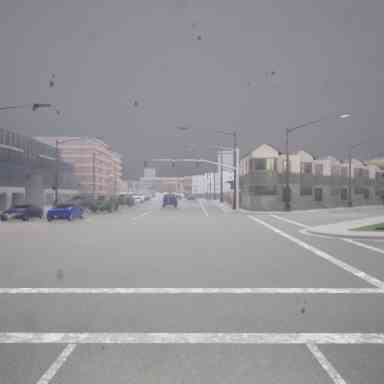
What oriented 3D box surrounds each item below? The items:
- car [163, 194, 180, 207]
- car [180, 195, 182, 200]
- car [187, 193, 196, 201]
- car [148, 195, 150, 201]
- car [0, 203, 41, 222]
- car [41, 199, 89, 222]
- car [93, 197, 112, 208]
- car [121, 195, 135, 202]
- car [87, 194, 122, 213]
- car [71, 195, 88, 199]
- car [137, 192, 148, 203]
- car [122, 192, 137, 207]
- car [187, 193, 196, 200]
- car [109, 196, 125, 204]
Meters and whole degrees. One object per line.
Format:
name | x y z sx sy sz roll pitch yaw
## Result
car | -3.491 1.327 54.051 2.150 2.045 5.566 0 1 0
car | -3.648 1.478 87.835 2.128 1.511 4.902 0 -2 0
car | -0.131 1.420 77.859 1.895 1.301 4.718 0 -1 0
car | -10.627 1.300 75.528 1.882 1.535 5.008 0 0 0
car | -14.146 1.691 28.113 1.812 1.442 4.674 0 0 0
car | -10.541 1.646 27.959 1.882 1.535 5.008 0 0 -3
car | -14.176 1.641 53.064 1.812 1.442 4.674 0 1 0
car | -14.124 1.364 73.439 2.033 1.411 5.357 0 0 0
car | -10.669 1.431 41.058 2.150 2.045 5.566 0 1 0
car | -14.170 1.441 42.191 2.150 2.045 5.566 0 0 0
car | -10.646 1.125 65.036 2.150 2.045 5.566 0 1 0
car | -10.677 1.338 53.234 2.150 2.045 5.566 0 0 0
car | -0.148 1.139 87.819 2.097 1.767 4.553 0 -2 0
car | -14.143 1.500 62.940 1.994 1.385 4.181 0 1 1
